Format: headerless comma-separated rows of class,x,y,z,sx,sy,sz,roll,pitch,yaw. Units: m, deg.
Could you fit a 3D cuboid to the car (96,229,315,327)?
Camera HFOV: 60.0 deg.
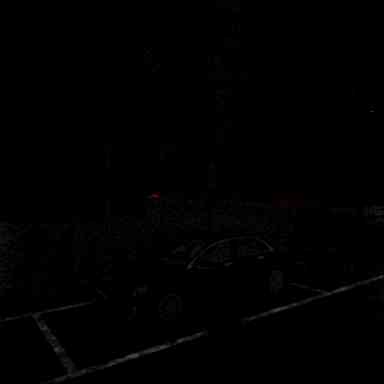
car,0.268,1.526,6.852,4.403,1.369,2.008,0,0,-36

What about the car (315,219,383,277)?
car,4.646,1.506,9.977,4.313,1.339,1.947,0,0,-36
